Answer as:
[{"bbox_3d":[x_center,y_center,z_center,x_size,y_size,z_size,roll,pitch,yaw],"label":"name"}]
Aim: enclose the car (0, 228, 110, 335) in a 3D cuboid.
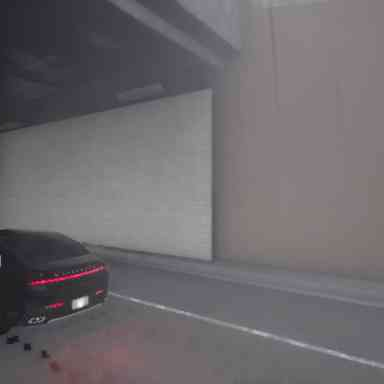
[{"bbox_3d":[-3.730,1.493,6.654,4.892,1.490,1.837,0,0,36],"label":"car"}]
